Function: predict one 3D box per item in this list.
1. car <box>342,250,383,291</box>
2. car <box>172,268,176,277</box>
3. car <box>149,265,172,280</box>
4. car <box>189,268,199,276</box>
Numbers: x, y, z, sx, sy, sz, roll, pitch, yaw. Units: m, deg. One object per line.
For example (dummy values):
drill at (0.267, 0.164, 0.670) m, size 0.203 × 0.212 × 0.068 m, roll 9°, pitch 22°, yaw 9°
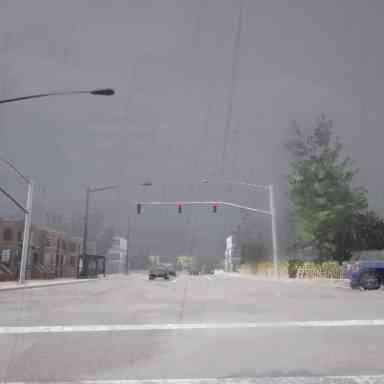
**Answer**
car at (8.973, 3.268, 14.290) m, size 4.553 × 1.767 × 2.097 m, roll -3°, pitch -14°, yaw 9°
car at (-3.397, 11.988, 49.531) m, size 1.895 × 1.301 × 4.718 m, roll -1°, pitch -13°, yaw 0°
car at (-3.476, 8.613, 35.582) m, size 1.837 × 1.490 × 4.892 m, roll -1°, pitch -13°, yaw 0°
car at (0.346, 14.644, 61.299) m, size 2.033 × 1.411 × 5.357 m, roll -1°, pitch -13°, yaw 0°
